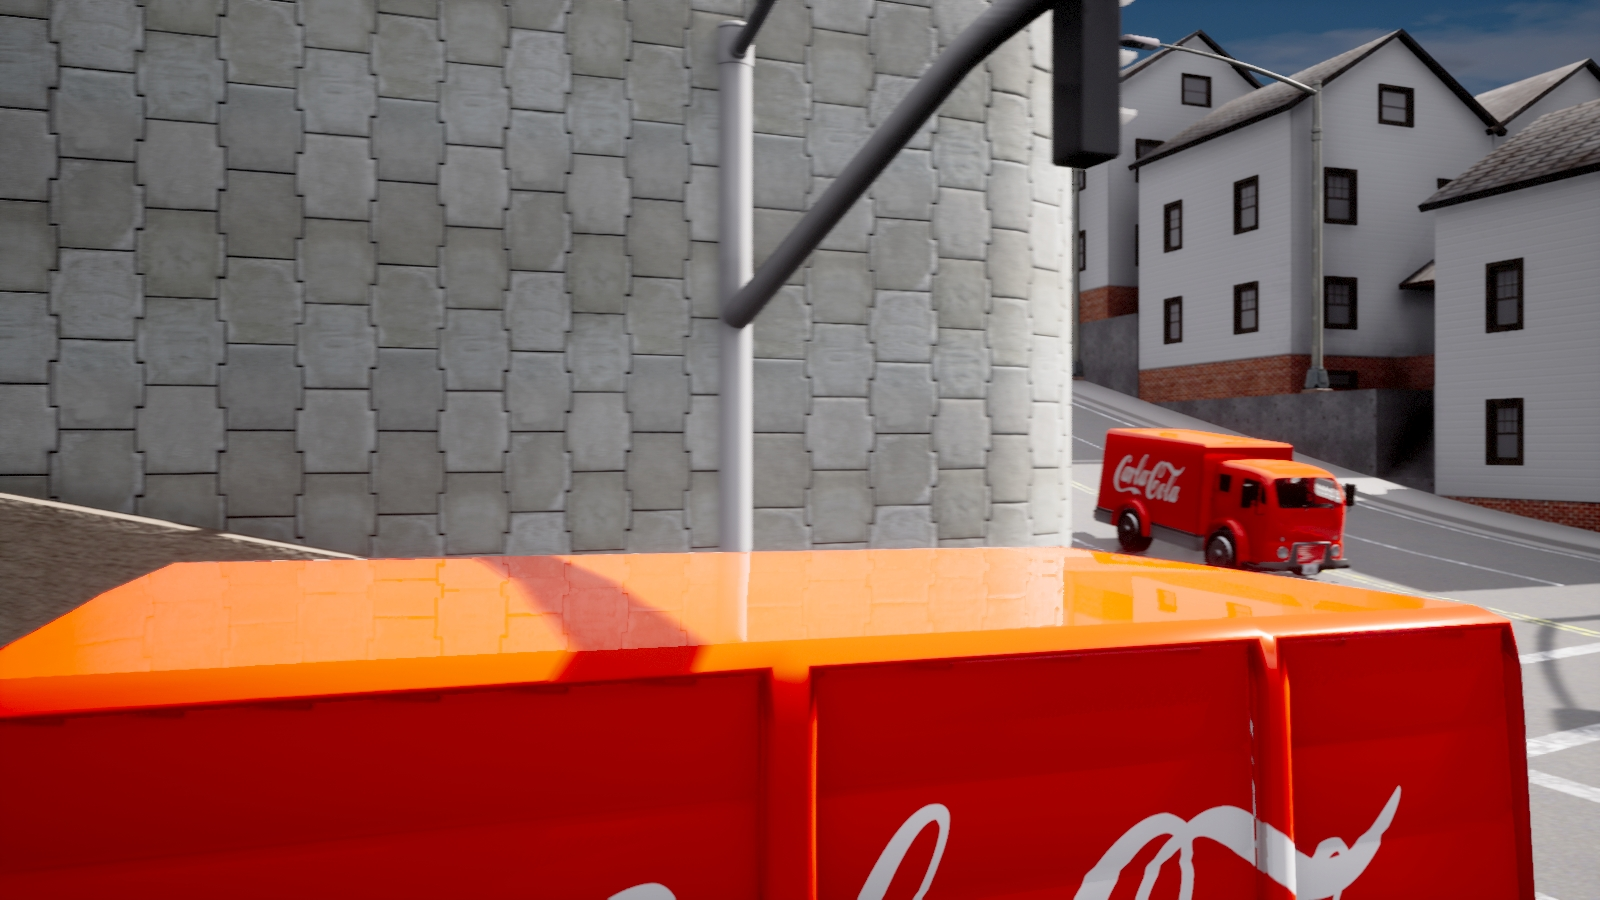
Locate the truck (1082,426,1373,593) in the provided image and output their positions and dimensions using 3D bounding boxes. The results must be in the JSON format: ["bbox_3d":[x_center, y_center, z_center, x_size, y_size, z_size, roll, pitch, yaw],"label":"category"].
[{"bbox_3d":[8.293,1.002,22.897,2.627,2.467,5.204,0,6,-18],"label":"truck"}]

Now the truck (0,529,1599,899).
[{"bbox_3d":[-0.989,1.572,2.917,5.204,2.467,2.627,0,0,-20],"label":"truck"}]
